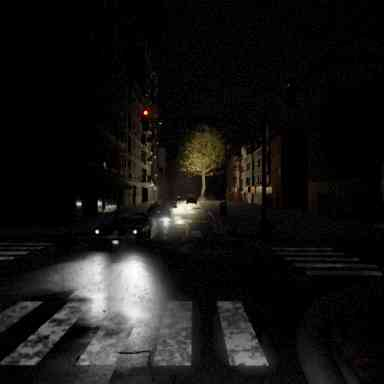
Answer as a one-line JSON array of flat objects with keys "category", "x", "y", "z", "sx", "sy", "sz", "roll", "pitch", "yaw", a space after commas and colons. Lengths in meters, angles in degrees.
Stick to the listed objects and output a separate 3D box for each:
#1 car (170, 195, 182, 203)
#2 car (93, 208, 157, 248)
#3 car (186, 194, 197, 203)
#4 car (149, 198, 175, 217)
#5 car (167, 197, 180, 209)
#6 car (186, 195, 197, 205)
[{"category": "car", "x": -2.907, "y": 1.183, "z": 60.095, "sx": 1.994, "sy": 1.385, "sz": 4.181, "roll": 0, "pitch": 0, "yaw": 0}, {"category": "car", "x": -2.890, "y": 1.593, "z": 14.794, "sx": 1.895, "sy": 1.301, "sz": 4.718, "roll": 0, "pitch": 0, "yaw": 0}, {"category": "car", "x": -0.077, "y": 1.329, "z": 69.338, "sx": 2.097, "sy": 1.767, "sz": 4.553, "roll": 0, "pitch": 0, "yaw": 0}, {"category": "car", "x": -2.930, "y": 1.547, "z": 30.907, "sx": 1.994, "sy": 1.385, "sz": 4.181, "roll": 0, "pitch": 0, "yaw": 0}, {"category": "car", "x": -2.938, "y": 1.484, "z": 44.164, "sx": 1.837, "sy": 1.490, "sz": 4.892, "roll": 0, "pitch": -1, "yaw": 0}, {"category": "car", "x": -0.052, "y": 1.454, "z": 59.363, "sx": 1.882, "sy": 1.535, "sz": 5.008, "roll": 0, "pitch": 0, "yaw": 0}]
